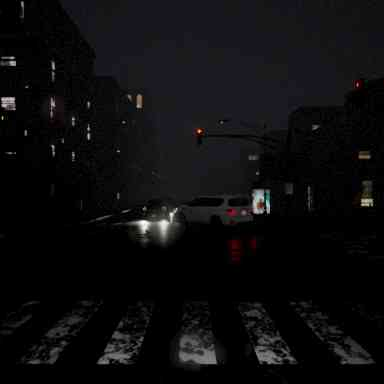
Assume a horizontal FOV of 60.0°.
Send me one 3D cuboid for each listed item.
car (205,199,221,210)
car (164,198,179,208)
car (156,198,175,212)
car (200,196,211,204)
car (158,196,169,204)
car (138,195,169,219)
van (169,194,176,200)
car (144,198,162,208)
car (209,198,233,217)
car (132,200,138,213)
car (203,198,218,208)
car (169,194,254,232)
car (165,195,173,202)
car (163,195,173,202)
[{"bbox_3d":[2.712,1.597,43.230,1.802,1.307,4.206,0,0,0],"label":"car"},{"bbox_3d":[-3.059,1.623,50.657,1.895,1.301,4.718,0,0,0],"label":"car"},{"bbox_3d":[-3.070,1.489,39.469,1.882,1.535,5.008,0,0,0],"label":"car"},{"bbox_3d":[2.726,1.591,66.017,2.008,1.369,4.403,-1,0,0],"label":"car"},{"bbox_3d":[-5.655,1.565,65.840,1.752,1.417,4.829,0,0,0],"label":"car"},{"bbox_3d":[-3.081,1.356,29.090,2.097,1.767,4.553,0,0,0],"label":"car"},{"bbox_3d":[-5.639,1.430,94.493,1.690,1.788,3.998,-1,0,0],"label":"van"},{"bbox_3d":[-5.665,1.571,48.920,2.008,1.369,4.403,0,0,0],"label":"car"},{"bbox_3d":[2.704,1.446,31.836,1.967,1.590,4.097,0,0,0],"label":"car"},{"bbox_3d":[-5.673,1.561,37.526,2.008,1.369,4.403,0,0,0],"label":"car"},{"bbox_3d":[2.715,1.571,48.927,2.008,1.369,4.403,0,0,0],"label":"car"},{"bbox_3d":[1.213,1.195,20.341,2.150,2.045,5.566,-1,1,-38],"label":"car"},{"bbox_3d":[-5.645,1.592,82.929,1.752,1.417,4.829,-1,0,0],"label":"car"},{"bbox_3d":[-5.649,1.497,77.402,1.967,1.590,4.097,0,0,0],"label":"car"}]
